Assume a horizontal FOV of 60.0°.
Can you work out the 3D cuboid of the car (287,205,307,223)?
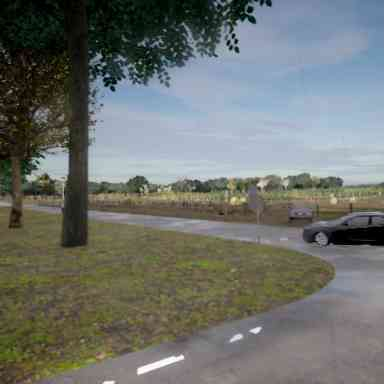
[{"bbox_3d":[9.093,1.810,28.106,2.033,1.411,5.357,0,-1,17],"label":"car"}]

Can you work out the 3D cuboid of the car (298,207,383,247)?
[{"bbox_3d":[7.590,1.635,14.840,5.008,1.535,1.882,-2,2,23],"label":"car"}]

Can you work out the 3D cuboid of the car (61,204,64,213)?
[{"bbox_3d":[-18.413,2.441,50.198,1.837,1.490,4.892,-1,0,-35],"label":"car"}]
